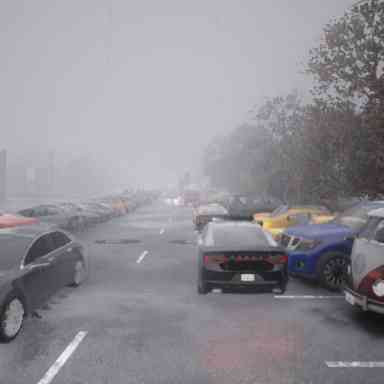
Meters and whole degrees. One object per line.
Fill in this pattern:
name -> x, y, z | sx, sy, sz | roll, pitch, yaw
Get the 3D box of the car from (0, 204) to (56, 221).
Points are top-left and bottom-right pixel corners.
car -> -7.989, 1.229, 11.272 | 5.566, 2.045, 2.435 | 0, 0, 0

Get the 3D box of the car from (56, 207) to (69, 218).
car -> -8.014, 1.521, 14.055 | 4.674, 1.452, 2.002 | 0, 0, 0

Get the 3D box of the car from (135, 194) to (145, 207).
car -> -7.996, 1.244, 36.348 | 4.792, 1.488, 2.163 | 0, 1, 0

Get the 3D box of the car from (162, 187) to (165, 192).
car -> -7.945, 0.262, 61.411 | 4.792, 1.488, 2.163 | 0, 3, 0

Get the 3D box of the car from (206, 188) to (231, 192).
car -> 5.156, 0.539, 56.016 | 4.674, 1.452, 2.002 | 0, 3, 0

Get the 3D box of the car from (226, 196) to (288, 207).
car -> 4.911, 1.372, 28.140 | 5.366, 1.575, 1.946 | 0, 1, 0

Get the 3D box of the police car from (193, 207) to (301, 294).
police car -> 1.068, 1.426, 8.923 | 1.930, 1.638, 5.238 | 0, 0, 0

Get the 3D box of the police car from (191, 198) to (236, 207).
police car -> 1.088, 1.413, 18.921 | 1.930, 1.638, 5.238 | 0, 0, 0

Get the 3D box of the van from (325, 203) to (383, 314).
van -> 4.935, 1.255, 5.716 | 4.442, 1.987, 1.878 | 0, 0, 0

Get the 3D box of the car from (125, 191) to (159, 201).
car -> -7.938, 0.639, 53.070 | 5.008, 1.535, 2.097 | 0, 2, 0

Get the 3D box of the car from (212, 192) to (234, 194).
car -> 5.114, 1.138, 39.290 | 5.008, 1.535, 2.097 | 0, 2, 0

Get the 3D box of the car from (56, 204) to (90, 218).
car -> -8.035, 1.506, 16.841 | 4.792, 1.488, 2.163 | 0, 0, 0

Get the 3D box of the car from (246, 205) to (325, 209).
car -> 5.063, 1.481, 14.194 | 5.008, 1.535, 2.097 | 0, 0, 0

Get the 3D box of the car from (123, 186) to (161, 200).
car -> -7.910, 0.510, 50.268 | 5.566, 2.045, 2.435 | 0, 2, 0

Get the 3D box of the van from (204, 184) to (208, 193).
van -> 5.037, 0.005, 61.455 | 4.442, 1.987, 1.878 | -1, 3, 0

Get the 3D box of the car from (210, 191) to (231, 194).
car -> 5.120, 1.057, 42.078 | 5.008, 1.535, 2.097 | 0, 2, 0

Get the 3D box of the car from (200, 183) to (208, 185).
car -> 4.967, -0.817, 91.316 | 4.553, 1.767, 2.185 | 0, 3, 0

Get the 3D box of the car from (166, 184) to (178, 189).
car -> -3.392, -0.095, 65.821 | 2.097, 1.767, 4.553 | 1, 3, -1

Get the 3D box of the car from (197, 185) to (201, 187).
car -> 0.120, 0.239, 58.685 | 2.097, 1.767, 4.553 | 0, 3, 0

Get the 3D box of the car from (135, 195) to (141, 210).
car -> -7.943, 1.307, 33.561 | 4.792, 1.488, 2.163 | 0, 1, 0

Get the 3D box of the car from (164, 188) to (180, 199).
car -> -3.431, 0.492, 58.621 | 1.895, 1.301, 4.718 | 0, 3, 1

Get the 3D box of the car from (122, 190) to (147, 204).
car -> -7.992, 1.018, 39.131 | 4.553, 1.767, 2.185 | 0, 2, 0

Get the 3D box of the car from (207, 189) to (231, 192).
car -> 5.327, 0.755, 50.315 | 5.366, 1.575, 1.946 | 0, 2, 0

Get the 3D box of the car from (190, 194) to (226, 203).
car -> 1.100, 1.289, 24.777 | 2.097, 1.767, 4.553 | 0, 1, 0

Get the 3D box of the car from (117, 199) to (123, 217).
car -> -7.986, 1.454, 25.207 | 4.674, 1.452, 2.002 | 0, 0, 0

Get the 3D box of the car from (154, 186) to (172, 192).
car -> -8.135, -0.843, 93.987 | 5.008, 1.535, 2.097 | 0, 3, 0

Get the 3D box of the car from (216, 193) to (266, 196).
car -> 5.107, 1.214, 36.373 | 4.892, 1.521, 2.231 | 0, 2, 0

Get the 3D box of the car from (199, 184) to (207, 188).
car -> 4.928, -0.534, 88.556 | 5.008, 1.535, 2.097 | 0, 3, 0

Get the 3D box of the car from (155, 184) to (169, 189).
car -> -8.173, -0.655, 91.217 | 4.792, 1.488, 2.163 | 0, 3, 0

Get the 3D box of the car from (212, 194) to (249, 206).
car -> 5.101, 0.997, 44.869 | 4.792, 1.488, 2.163 | 0, 2, 0

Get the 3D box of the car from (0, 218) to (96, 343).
car -> -3.584, 1.505, 6.489 | 1.837, 1.490, 4.892 | 0, 0, 0

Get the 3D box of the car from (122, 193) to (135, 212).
car -> -7.947, 1.207, 30.772 | 4.553, 1.767, 2.185 | 0, 1, 0

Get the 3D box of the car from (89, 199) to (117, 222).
car -> -8.001, 1.443, 22.417 | 5.008, 1.535, 2.097 | 0, 1, 0

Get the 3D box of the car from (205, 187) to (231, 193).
car -> 5.161, 0.401, 58.797 | 4.674, 1.452, 2.002 | 0, 3, 0

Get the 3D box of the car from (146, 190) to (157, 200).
car -> -7.950, 0.874, 47.491 | 4.892, 1.521, 2.231 | 0, 2, 0

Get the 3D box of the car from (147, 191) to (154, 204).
car -> -7.979, 1.004, 44.715 | 4.792, 1.488, 2.163 | 0, 2, 0

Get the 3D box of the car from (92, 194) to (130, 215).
car -> -7.952, 1.252, 27.992 | 4.553, 1.767, 2.185 | 0, 1, 0

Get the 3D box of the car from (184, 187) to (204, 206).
car -> 0.104, 0.702, 45.001 | 2.150, 2.045, 5.566 | 0, 2, 1

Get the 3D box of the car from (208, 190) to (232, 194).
car -> 5.321, 0.868, 47.522 | 5.366, 1.575, 1.946 | 0, 2, 0

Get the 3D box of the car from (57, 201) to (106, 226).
car -> -8.006, 1.464, 19.628 | 5.008, 1.535, 2.097 | 0, 0, 0

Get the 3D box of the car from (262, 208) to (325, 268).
car -> 5.248, 1.478, 11.285 | 5.366, 1.575, 1.946 | 0, 0, 0
